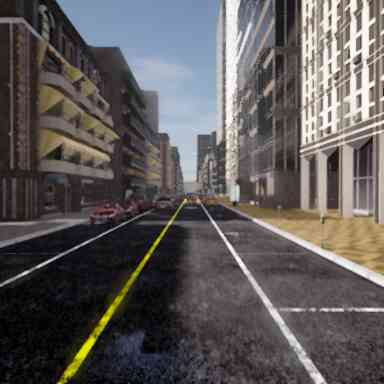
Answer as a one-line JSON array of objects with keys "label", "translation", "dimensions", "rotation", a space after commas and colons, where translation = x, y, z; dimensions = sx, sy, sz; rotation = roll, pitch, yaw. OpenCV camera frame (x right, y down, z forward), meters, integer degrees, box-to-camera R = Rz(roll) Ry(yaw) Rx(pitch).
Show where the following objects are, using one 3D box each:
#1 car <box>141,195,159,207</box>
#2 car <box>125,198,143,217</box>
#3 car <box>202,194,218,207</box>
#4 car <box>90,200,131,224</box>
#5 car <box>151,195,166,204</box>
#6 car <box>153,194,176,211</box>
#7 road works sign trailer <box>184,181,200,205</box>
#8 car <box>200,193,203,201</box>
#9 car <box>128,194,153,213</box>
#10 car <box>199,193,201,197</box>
[{"label": "car", "translation": [-5.702, 1.168, 45.523], "dimensions": [1.967, 1.590, 4.097], "rotation": [0, 0, 0]}, {"label": "car", "translation": [-5.698, 1.407, 28.578], "dimensions": [1.802, 1.307, 4.206], "rotation": [0, 0, 0]}, {"label": "car", "translation": [2.678, 1.253, 45.696], "dimensions": [1.752, 1.417, 4.829], "rotation": [0, 0, 0]}, {"label": "car", "translation": [-5.697, 1.439, 22.930], "dimensions": [1.802, 1.307, 4.206], "rotation": [0, 0, 0]}, {"label": "car", "translation": [-5.705, 1.215, 56.820], "dimensions": [2.008, 1.369, 4.403], "rotation": [0, 0, 0]}, {"label": "car", "translation": [-3.104, 1.299, 37.559], "dimensions": [1.812, 1.442, 4.674], "rotation": [0, 0, 0]}, {"label": "road works sign trailer", "translation": [-0.013, 0.160, 51.326], "dimensions": [2.380, 3.560, 2.880], "rotation": [0, 0, 0]}, {"label": "car", "translation": [2.677, 1.136, 51.173], "dimensions": [1.967, 1.590, 4.097], "rotation": [0, 0, 0]}, {"label": "car", "translation": [-5.700, 1.108, 34.225], "dimensions": [2.192, 1.841, 5.009], "rotation": [0, 0, 0]}, {"label": "car", "translation": [2.675, 1.215, 56.823], "dimensions": [2.008, 1.369, 4.403], "rotation": [0, 0, 0]}]
